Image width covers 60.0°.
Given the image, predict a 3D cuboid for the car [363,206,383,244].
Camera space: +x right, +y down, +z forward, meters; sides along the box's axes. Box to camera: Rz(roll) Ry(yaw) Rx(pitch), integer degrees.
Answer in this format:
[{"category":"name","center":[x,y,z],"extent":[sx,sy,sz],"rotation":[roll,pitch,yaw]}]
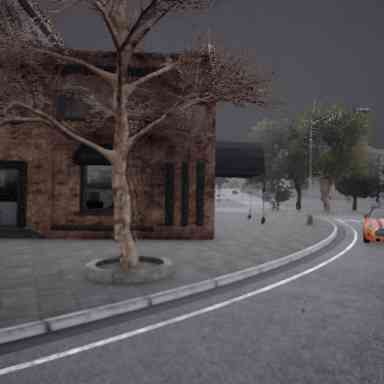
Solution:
[{"category":"car","center":[9.454,1.479,16.007],"extent":[2.097,1.767,4.553],"rotation":[0,0,28]}]
